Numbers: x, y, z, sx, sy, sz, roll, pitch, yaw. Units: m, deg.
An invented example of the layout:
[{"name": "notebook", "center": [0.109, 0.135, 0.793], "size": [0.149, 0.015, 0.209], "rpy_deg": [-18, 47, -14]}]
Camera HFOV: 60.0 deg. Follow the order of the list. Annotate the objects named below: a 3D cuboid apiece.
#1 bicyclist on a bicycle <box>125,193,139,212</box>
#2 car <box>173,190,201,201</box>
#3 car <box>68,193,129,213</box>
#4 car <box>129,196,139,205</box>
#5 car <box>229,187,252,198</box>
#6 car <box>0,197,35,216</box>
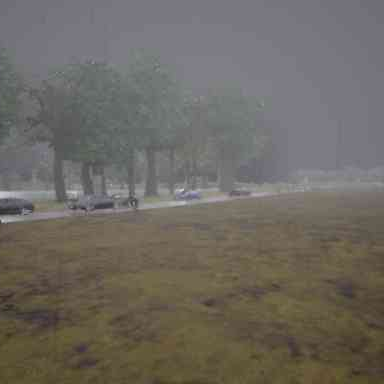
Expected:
[{"name": "bicyclist on a bicycle", "center": [-5.031, 0.865, 27.596], "size": [1.656, 1.620, 0.582], "rpy_deg": [0, 1, 35]}, {"name": "car", "center": [-0.604, 0.448, 44.176], "size": [1.812, 1.442, 4.674], "rpy_deg": [-1, 2, 35]}, {"name": "car", "center": [-8.169, 0.951, 28.444], "size": [2.128, 1.511, 4.902], "rpy_deg": [-1, 1, 35]}, {"name": "car", "center": [-7.495, 0.872, 34.471], "size": [1.812, 1.442, 4.674], "rpy_deg": [-1, 1, 35]}, {"name": "car", "center": [7.368, -0.008, 50.429], "size": [1.882, 1.535, 5.008], "rpy_deg": [-1, 2, 36]}, {"name": "car", "center": [-14.343, 1.148, 24.809], "size": [1.837, 1.490, 4.892], "rpy_deg": [-1, 0, 35]}]
